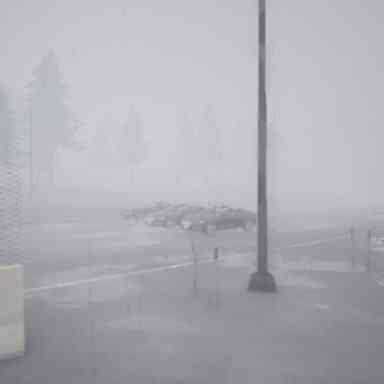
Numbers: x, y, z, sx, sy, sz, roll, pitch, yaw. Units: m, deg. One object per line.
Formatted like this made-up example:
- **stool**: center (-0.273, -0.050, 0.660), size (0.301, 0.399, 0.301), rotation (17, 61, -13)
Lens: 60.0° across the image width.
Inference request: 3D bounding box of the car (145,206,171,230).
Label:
- **car**: center (-0.623, 1.518, 21.136), size (4.902, 1.511, 2.128), rotation (0, 0, -39)

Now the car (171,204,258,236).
- **car**: center (1.579, 1.505, 18.416), size (4.902, 1.511, 2.128), rotation (0, 0, -39)

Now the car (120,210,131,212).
- **car**: center (-2.868, 1.327, 23.822), size (4.718, 1.301, 1.895), rotation (0, 0, -39)
